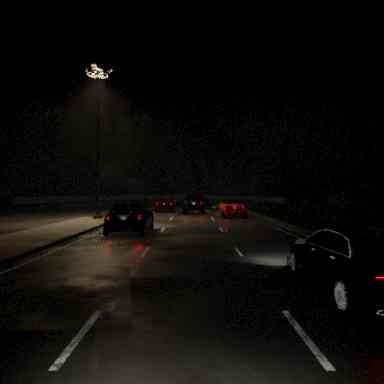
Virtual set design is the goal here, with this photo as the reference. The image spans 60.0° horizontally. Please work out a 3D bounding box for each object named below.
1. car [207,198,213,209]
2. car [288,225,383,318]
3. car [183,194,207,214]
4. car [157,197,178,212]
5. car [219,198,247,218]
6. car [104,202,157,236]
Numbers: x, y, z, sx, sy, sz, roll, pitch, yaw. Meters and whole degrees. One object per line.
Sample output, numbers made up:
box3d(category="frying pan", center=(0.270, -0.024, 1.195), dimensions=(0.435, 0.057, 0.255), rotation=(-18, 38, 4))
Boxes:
box3d(category="car", center=(1.608, 1.483, 44.524), dimensions=(2.128, 1.511, 4.902), rotation=(0, 0, 12))
box3d(category="car", center=(3.599, 1.504, 7.404), dimensions=(1.837, 1.490, 4.892), rotation=(0, 0, 0))
box3d(category="car", center=(0.274, 1.215, 34.744), dimensions=(2.150, 2.045, 5.566), rotation=(0, 0, 2))
box3d(category="car", center=(-2.942, 1.345, 38.897), dimensions=(2.097, 1.767, 4.553), rotation=(0, 0, 5))
box3d(category="car", center=(3.642, 1.345, 30.353), dimensions=(2.097, 1.767, 4.553), rotation=(0, 0, 1))
box3d(category="car", center=(-3.401, 1.349, 18.608), dimensions=(2.097, 1.767, 4.553), rotation=(0, 0, 0))
